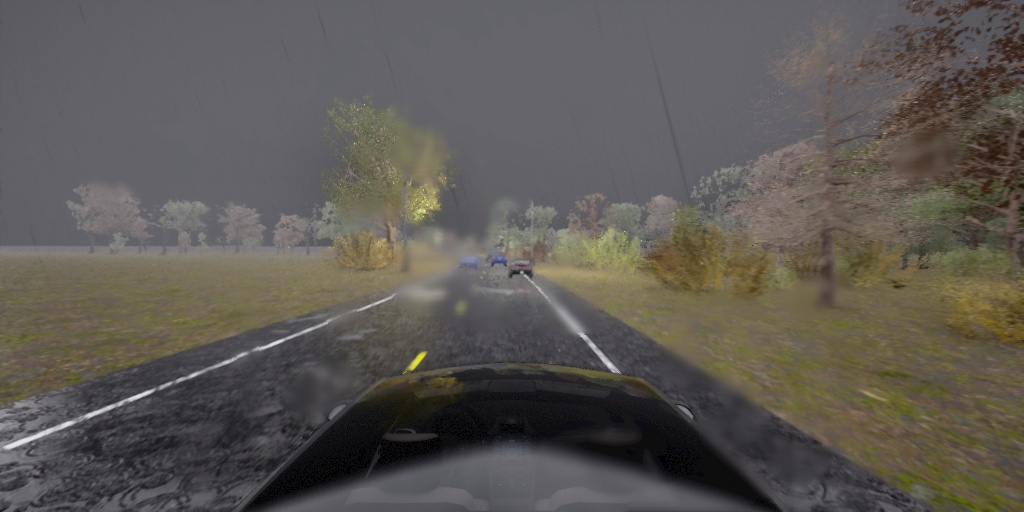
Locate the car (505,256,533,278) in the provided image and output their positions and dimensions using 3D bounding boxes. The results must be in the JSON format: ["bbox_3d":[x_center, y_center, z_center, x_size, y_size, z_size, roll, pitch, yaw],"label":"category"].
[{"bbox_3d":[0.642,0.951,29.020,1.837,1.490,4.892,0,1,-2],"label":"car"}]

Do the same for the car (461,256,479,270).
[{"bbox_3d":[-4.887,0.775,42.298,1.882,1.535,5.008,0,1,-3],"label":"car"}]

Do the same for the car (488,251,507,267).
[{"bbox_3d":[-1.825,0.410,49.968,2.150,2.045,5.566,0,1,-4],"label":"car"}]
